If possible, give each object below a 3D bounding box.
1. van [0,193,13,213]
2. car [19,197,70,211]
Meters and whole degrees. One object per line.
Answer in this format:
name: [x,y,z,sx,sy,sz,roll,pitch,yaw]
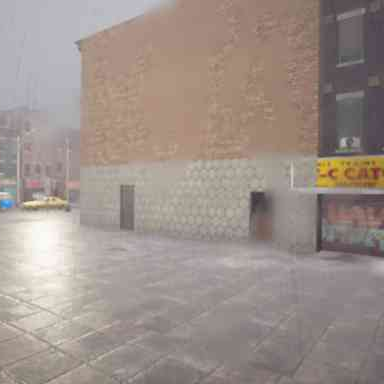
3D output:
van: [-17.987,0.947,29.221,1.690,1.788,3.998,1,1,36]
car: [-14.828,1.127,33.652,1.752,1.417,4.829,1,1,36]
